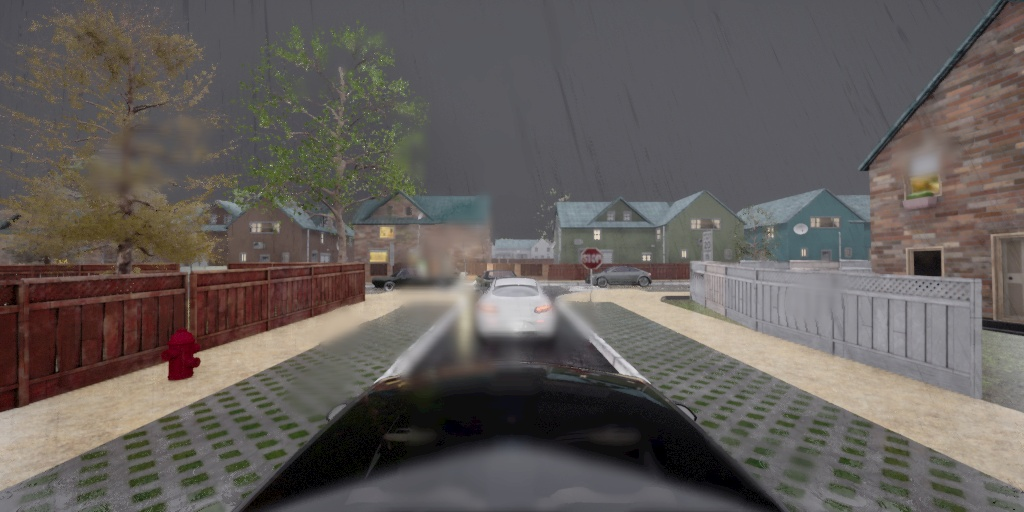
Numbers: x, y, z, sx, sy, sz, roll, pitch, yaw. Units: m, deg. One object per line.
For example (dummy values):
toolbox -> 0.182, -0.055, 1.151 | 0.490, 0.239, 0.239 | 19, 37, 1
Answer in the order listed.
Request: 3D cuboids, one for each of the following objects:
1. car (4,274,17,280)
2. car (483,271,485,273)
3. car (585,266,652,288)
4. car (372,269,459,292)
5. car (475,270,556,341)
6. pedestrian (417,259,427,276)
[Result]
car -> -29.861, 1.680, 21.244 | 4.718, 1.301, 1.895 | -1, -1, 1
car -> -0.762, 1.366, 18.540 | 1.895, 1.301, 4.718 | 0, -1, -12
car -> 6.982, 1.340, 23.714 | 4.181, 1.385, 1.994 | 0, -1, 0
car -> -5.489, 1.416, 20.923 | 4.718, 1.301, 1.895 | -1, -1, 1
car -> 0.100, 1.279, 9.721 | 1.812, 1.442, 4.674 | 0, 0, 0
pedestrian -> -6.709, 1.118, 26.808 | 0.375, 1.860, 0.375 | 0, -1, 1
